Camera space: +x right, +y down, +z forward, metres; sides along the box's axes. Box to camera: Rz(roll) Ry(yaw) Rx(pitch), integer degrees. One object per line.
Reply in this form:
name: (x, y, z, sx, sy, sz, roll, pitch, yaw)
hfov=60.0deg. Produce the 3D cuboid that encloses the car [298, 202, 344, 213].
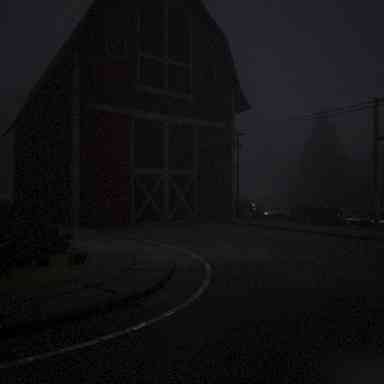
car: (11.274, 1.627, 30.210, 1.895, 1.301, 4.718, 0, 0, -34)

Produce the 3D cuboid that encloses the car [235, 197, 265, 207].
car: (6.167, 1.379, 37.650, 2.097, 1.767, 4.553, 0, 0, -34)
